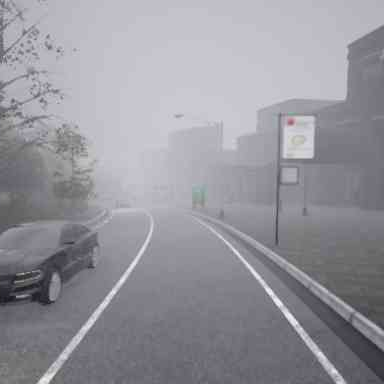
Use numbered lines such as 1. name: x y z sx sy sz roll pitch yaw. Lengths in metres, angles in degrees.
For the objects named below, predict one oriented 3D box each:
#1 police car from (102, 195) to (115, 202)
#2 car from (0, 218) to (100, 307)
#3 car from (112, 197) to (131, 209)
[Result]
1. police car: -20.687 1.601 84.672 1.930 1.638 5.238 -3 1 -26
2. car: -3.708 1.473 8.245 1.882 1.535 5.008 0 0 -1
3. car: -10.113 1.677 48.449 1.895 1.301 4.718 -2 0 -17
